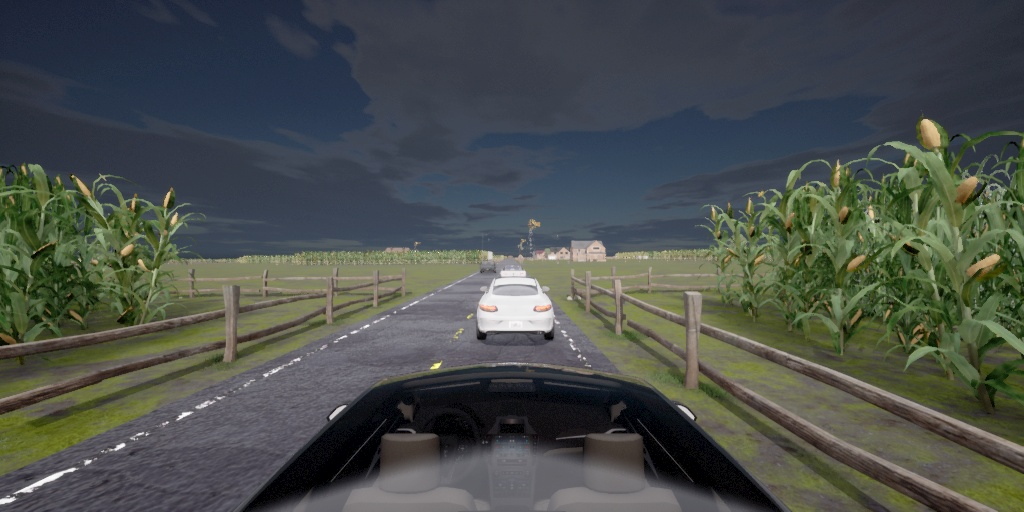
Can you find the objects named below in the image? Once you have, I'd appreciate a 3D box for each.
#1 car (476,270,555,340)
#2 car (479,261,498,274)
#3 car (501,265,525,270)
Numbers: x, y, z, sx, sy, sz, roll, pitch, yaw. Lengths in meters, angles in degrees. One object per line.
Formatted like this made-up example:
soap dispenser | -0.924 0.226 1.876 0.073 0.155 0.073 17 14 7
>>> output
car | 0.079 1.279 9.865 1.812 1.442 4.674 0 0 0
car | -2.799 1.297 42.849 1.837 1.490 4.892 0 0 0
car | 0.074 1.369 28.335 1.895 1.301 4.718 0 0 -1
